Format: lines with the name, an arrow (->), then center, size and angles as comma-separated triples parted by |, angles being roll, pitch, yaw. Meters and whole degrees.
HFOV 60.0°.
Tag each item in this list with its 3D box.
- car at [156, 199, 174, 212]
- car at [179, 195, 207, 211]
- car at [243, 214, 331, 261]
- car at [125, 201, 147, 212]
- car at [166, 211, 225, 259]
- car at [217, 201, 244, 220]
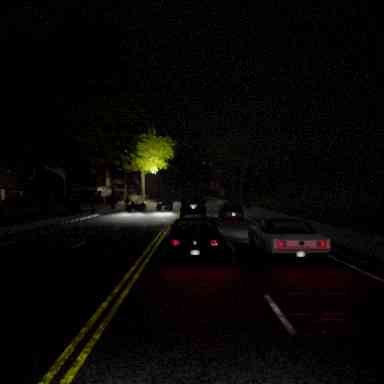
car -> -3.277, 1.574, 40.501 | 2.128, 1.511, 4.902 | 0, 0, 0
car -> 0.101, 1.282, 28.546 | 2.150, 2.045, 5.566 | 0, 0, 0
car -> 3.351, 1.631, 12.461 | 1.895, 1.301, 4.718 | 0, 0, 0
car -> -6.538, 1.680, 39.251 | 1.895, 1.301, 4.718 | 0, 0, 0
car -> 0.101, 1.631, 12.718 | 1.895, 1.301, 4.718 | 0, 0, 0
car -> 3.350, 1.567, 29.162 | 1.837, 1.490, 4.892 | 0, 0, 0
